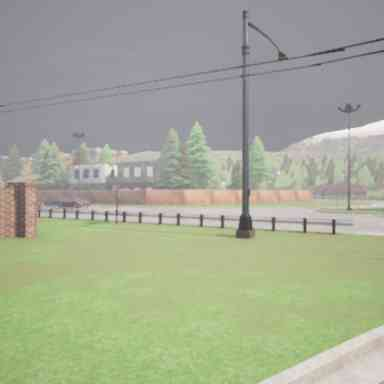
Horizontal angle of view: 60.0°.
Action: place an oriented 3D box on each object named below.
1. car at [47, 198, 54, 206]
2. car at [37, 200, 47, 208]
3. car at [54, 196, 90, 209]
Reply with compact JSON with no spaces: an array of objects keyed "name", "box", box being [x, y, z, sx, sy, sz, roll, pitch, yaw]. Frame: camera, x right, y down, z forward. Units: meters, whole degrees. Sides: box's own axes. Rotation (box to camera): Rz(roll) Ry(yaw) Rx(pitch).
[{"name":"car","box":[-20.758,1.548,51.996,5.357,1.411,2.033,0,0,29]},{"name":"car","box":[-19.719,1.564,39.388,4.181,1.385,1.994,0,0,29]},{"name":"car","box":[-16.056,1.352,45.362,4.553,1.767,2.097,0,0,29]}]
